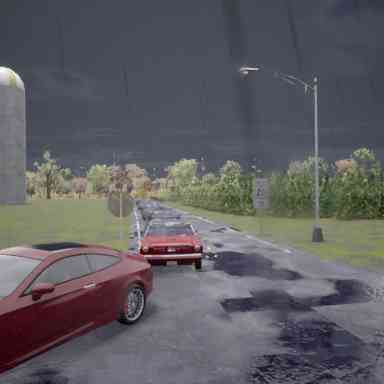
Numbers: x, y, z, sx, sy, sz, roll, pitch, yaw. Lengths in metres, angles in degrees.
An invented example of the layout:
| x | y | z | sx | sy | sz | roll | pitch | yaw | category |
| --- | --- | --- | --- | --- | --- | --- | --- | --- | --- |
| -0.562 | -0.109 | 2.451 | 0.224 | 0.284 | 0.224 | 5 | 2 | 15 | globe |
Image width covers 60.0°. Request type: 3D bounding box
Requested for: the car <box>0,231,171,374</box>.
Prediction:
| x | y | z | sx | sy | sz | roll | pitch | yaw | category |
| --- | --- | --- | --- | --- | --- | --- | --- | --- | --- |
| -2.392 | 1.557 | 5.059 | 1.812 | 1.442 | 4.674 | 0 | -1 | 29 | car |

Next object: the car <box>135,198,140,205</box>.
| x | y | z | sx | sy | sz | roll | pitch | yaw | category |
| --- | --- | --- | --- | --- | --- | --- | --- | --- | --- |
| -6.287 | 1.769 | 44.635 | 1.994 | 1.385 | 4.181 | -1 | 0 | -11 | car |

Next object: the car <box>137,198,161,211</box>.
| x | y | z | sx | sy | sz | roll | pitch | yaw | category |
| --- | --- | --- | --- | --- | --- | --- | --- | --- | --- |
| -3.547 | 1.629 | 29.742 | 2.128 | 1.511 | 4.902 | -1 | 0 | -10 | car |

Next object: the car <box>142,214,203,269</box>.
| x | y | z | sx | sy | sz | roll | pitch | yaw | category |
| --- | --- | --- | --- | --- | --- | --- | --- | --- | --- |
| -0.742 | 1.665 | 11.376 | 1.895 | 1.301 | 4.718 | -1 | 0 | -5 | car |

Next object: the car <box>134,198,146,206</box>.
| x | y | z | sx | sy | sz | roll | pitch | yaw | category |
| --- | --- | --- | --- | --- | --- | --- | --- | --- | --- |
| -10.082 | 1.848 | 64.514 | 2.033 | 1.411 | 5.357 | -1 | 0 | -11 | car |

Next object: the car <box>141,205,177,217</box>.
| x | y | z | sx | sy | sz | roll | pitch | yaw | category |
| --- | --- | --- | --- | --- | --- | --- | --- | --- | --- |
| -1.552 | 1.653 | 18.331 | 1.994 | 1.385 | 4.181 | -1 | 0 | -11 | car |
